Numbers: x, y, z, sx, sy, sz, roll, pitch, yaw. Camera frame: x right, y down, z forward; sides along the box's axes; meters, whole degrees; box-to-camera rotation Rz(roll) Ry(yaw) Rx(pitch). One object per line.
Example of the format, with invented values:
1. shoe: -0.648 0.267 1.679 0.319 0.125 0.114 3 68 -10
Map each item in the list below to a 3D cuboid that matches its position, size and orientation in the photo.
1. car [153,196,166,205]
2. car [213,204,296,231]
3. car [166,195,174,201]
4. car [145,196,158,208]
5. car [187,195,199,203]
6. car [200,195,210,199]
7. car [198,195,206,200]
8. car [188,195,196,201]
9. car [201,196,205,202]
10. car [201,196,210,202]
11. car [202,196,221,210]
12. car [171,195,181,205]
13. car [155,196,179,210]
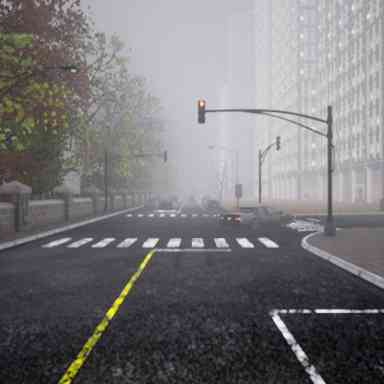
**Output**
1. car: -5.691 1.458 58.653 1.967 1.590 4.097 0 0 0
2. car: 4.103 1.517 20.423 5.357 1.411 2.033 -1 -1 -39
3. car: -5.692 1.596 86.814 1.887 1.381 4.507 0 0 0
4. car: -5.691 1.591 47.388 1.802 1.307 4.206 0 0 0
5. car: -0.003 1.554 69.458 1.812 1.442 4.674 0 0 0
6. car: 2.689 1.579 53.021 1.947 1.339 4.313 0 0 0
7. car: 2.688 1.610 92.447 2.008 1.369 4.403 0 0 0
8. car: -0.003 1.455 79.042 2.033 1.411 5.357 0 0 0
9. car: 2.689 1.575 47.388 1.947 1.339 4.313 0 0 0
10. car: 3.147 1.563 77.068 1.812 1.442 4.674 0 0 0
11. car: 2.689 1.572 41.756 1.947 1.339 4.313 0 0 0
12. car: -3.073 1.370 59.254 2.097 1.767 4.553 0 0 0
13. car: -3.099 1.570 41.864 1.994 1.385 4.181 0 0 0
